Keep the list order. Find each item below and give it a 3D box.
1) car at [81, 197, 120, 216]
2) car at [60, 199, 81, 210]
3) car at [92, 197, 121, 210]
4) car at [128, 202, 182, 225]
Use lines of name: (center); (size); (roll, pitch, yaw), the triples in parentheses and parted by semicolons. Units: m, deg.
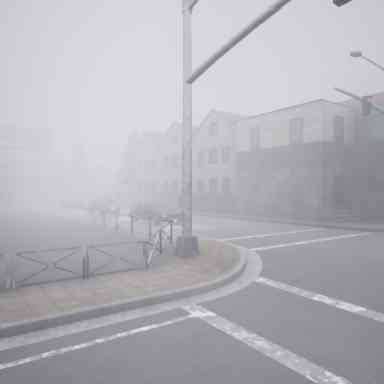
car: (-8.298, 1.319, 30.991); (2.128, 1.511, 4.902); (0, 0, -35)
car: (-14.116, 1.428, 39.265); (1.895, 1.301, 4.718); (0, 0, -35)
car: (-10.483, 1.333, 40.451); (1.837, 1.490, 4.892); (0, 0, -35)
car: (-2.554, 1.375, 22.870); (2.033, 1.411, 5.357); (0, 0, -35)
